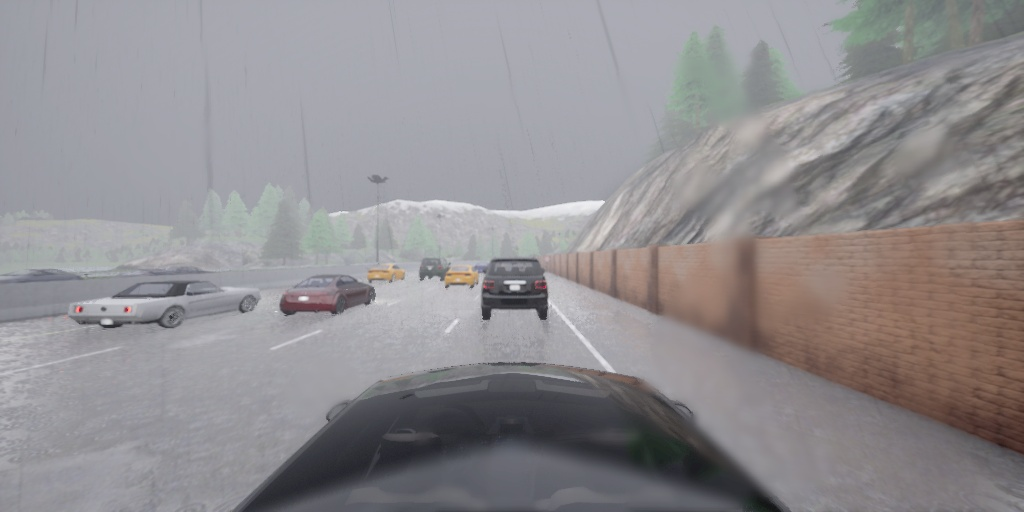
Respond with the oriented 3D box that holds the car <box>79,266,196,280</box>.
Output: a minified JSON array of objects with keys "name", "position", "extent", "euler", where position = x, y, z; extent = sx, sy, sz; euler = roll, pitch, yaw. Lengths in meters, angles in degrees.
[{"name":"car","position":[-21.100,1.444,20.510],"extent":[1.994,1.385,4.181],"euler":[0,0,0]}]

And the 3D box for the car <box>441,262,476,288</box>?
[{"name":"car","position":[-3.429,1.376,25.195],"extent":[1.882,1.535,5.008],"euler":[0,0,0]}]

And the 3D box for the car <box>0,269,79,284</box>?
[{"name":"car","position":[-28.098,1.451,20.987],"extent":[1.994,1.385,4.181],"euler":[0,0,0]}]

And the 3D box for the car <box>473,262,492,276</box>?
[{"name":"car","position":[-3.452,1.487,42.997],"extent":[1.882,1.535,5.008],"euler":[0,0,0]}]

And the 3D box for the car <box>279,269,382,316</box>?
[{"name":"car","position":[-6.913,1.394,13.899],"extent":[1.994,1.385,4.181],"euler":[0,0,0]}]

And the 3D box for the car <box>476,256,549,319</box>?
[{"name":"car","position":[0.087,1.044,13.318],"extent":[2.150,2.045,5.566],"euler":[0,0,0]}]

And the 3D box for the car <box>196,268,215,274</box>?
[{"name":"car","position":[-24.569,1.466,26.256],"extent":[2.033,1.411,5.357],"euler":[0,0,1]}]

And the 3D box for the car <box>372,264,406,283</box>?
[{"name":"car","position":[-10.433,1.411,30.160],"extent":[1.882,1.535,5.008],"euler":[0,0,0]}]

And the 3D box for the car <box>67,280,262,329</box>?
[{"name":"car","position":[-10.410,1.418,11.439],"extent":[1.895,1.301,4.718],"euler":[0,0,0]}]

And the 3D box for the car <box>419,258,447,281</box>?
[{"name":"car","position":[-6.938,1.171,32.997],"extent":[2.150,2.045,5.566],"euler":[0,0,0]}]
